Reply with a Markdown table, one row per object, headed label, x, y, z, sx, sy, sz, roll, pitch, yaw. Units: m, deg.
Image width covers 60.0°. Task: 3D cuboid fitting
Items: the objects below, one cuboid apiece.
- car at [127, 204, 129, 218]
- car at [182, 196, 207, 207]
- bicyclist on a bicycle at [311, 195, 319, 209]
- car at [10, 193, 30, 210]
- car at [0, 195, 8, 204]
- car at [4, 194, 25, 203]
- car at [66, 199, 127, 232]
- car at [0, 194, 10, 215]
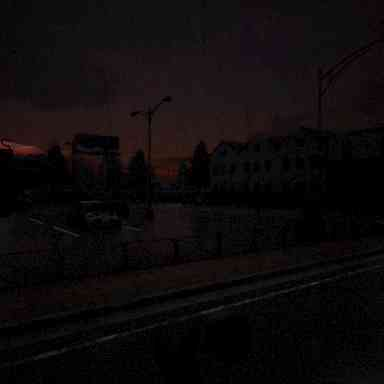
| label | x | y | z | sx | sy | sz | roll | pitch | yaw |
| --- | --- | --- | --- | --- | --- | --- | --- | --- | --- |
| car | -6.480 | 1.313 | 25.732 | 2.007 | 1.523 | 4.514 | 0 | 0 | -36 |
| car | 0.407 | 1.349 | 48.836 | 1.812 | 1.442 | 4.674 | 0 | 0 | -36 |
| bicyclist on a bicycle | 13.626 | 1.124 | 36.816 | 1.656 | 1.620 | 0.582 | 0 | 0 | -35 |
| car | -19.870 | 1.092 | 38.130 | 1.905 | 1.878 | 3.866 | 0 | 0 | -36 |
| car | -39.242 | 1.495 | 66.078 | 4.611 | 1.667 | 2.242 | 0 | 0 | -36 |
| car | -39.017 | 1.328 | 73.206 | 3.866 | 1.878 | 1.905 | 0 | 0 | -36 |
| car | -5.347 | 1.248 | 17.869 | 1.970 | 1.475 | 3.806 | 0 | 0 | -36 |
| car | -17.955 | 1.113 | 29.821 | 1.932 | 1.855 | 4.605 | 0 | 0 | -36 |
